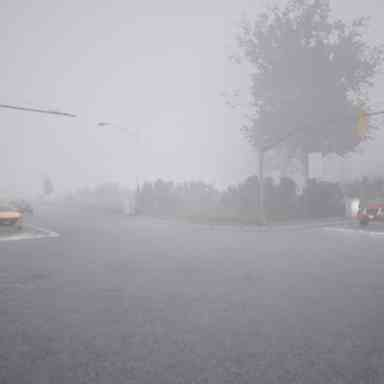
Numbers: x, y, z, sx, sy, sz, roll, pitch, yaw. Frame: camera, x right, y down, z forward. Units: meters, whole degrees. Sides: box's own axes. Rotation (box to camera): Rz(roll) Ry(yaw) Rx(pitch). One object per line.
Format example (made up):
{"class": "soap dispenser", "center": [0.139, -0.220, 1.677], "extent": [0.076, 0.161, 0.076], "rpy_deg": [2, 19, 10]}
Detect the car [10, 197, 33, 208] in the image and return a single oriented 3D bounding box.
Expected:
{"class": "car", "center": [-24.688, 1.528, 48.027], "extent": [2.033, 1.411, 5.357], "rpy_deg": [0, 0, -38]}

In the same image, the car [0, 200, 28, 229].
{"class": "car", "center": [-11.976, 1.472, 20.698], "extent": [1.882, 1.535, 5.008], "rpy_deg": [0, 0, -39]}

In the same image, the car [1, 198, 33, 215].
{"class": "car", "center": [-17.475, 1.534, 33.466], "extent": [2.033, 1.411, 5.357], "rpy_deg": [0, 0, -39]}

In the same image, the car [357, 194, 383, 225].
{"class": "car", "center": [13.264, 1.161, 22.058], "extent": [5.566, 2.045, 2.150], "rpy_deg": [0, 0, -35]}

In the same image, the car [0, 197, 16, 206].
{"class": "car", "center": [-31.410, 1.583, 56.303], "extent": [1.895, 1.301, 4.718], "rpy_deg": [0, 0, -38]}
